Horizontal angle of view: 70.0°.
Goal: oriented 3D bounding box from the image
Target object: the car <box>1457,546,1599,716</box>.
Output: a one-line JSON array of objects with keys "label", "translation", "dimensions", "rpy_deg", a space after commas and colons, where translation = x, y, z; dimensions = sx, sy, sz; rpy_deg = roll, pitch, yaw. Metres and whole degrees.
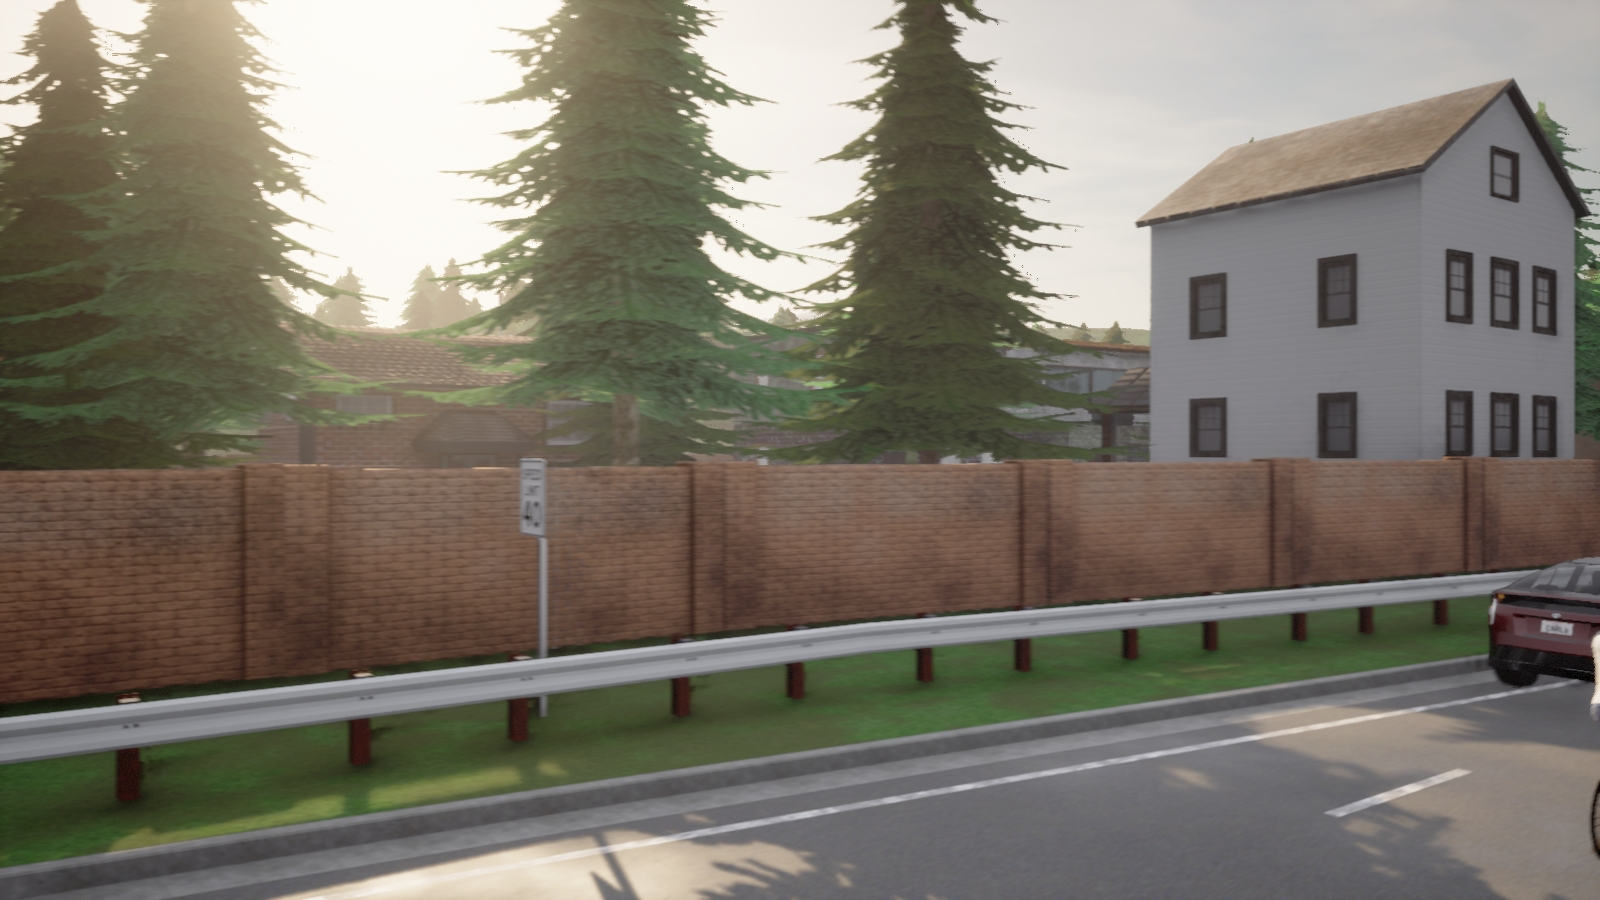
[{"label": "car", "translation": [10.089, 2.040, 13.629], "dimensions": [4.514, 1.525, 2.007], "rpy_deg": [0, 0, -32]}]

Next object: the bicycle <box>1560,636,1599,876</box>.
[{"label": "bicycle", "translation": [5.916, 2.056, 8.000], "dimensions": [1.643, 1.496, 0.373], "rpy_deg": [0, 0, -33]}]
